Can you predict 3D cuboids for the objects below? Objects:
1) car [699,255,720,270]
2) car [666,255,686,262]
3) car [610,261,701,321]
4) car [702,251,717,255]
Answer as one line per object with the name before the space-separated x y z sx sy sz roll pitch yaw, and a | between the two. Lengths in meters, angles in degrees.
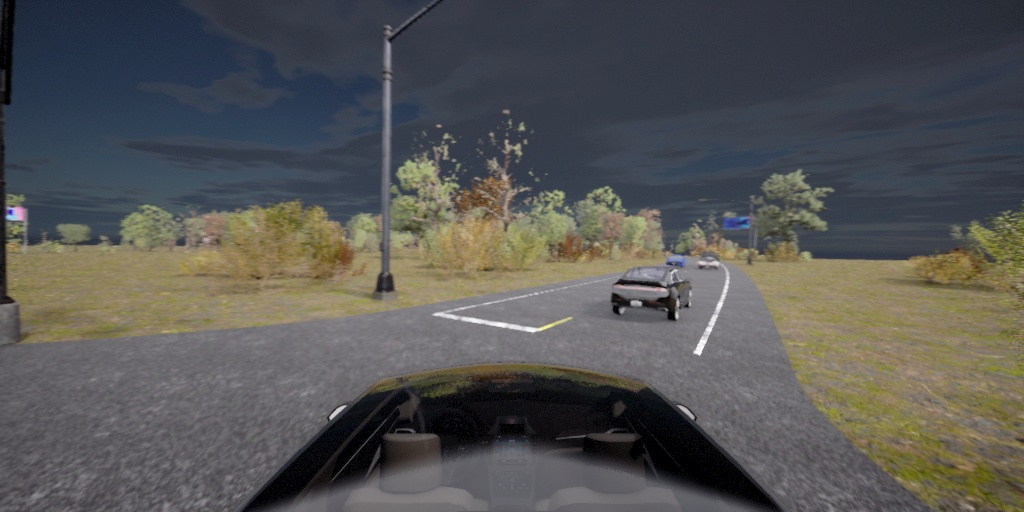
car | 22.685 0.858 41.343 1.895 1.301 4.718 2 1 31
car | 20.071 0.629 43.845 1.882 1.535 5.008 2 1 30
car | 4.760 1.087 11.963 2.128 1.511 4.902 2 2 33
car | 26.580 0.406 48.248 2.150 2.045 5.566 2 1 29
